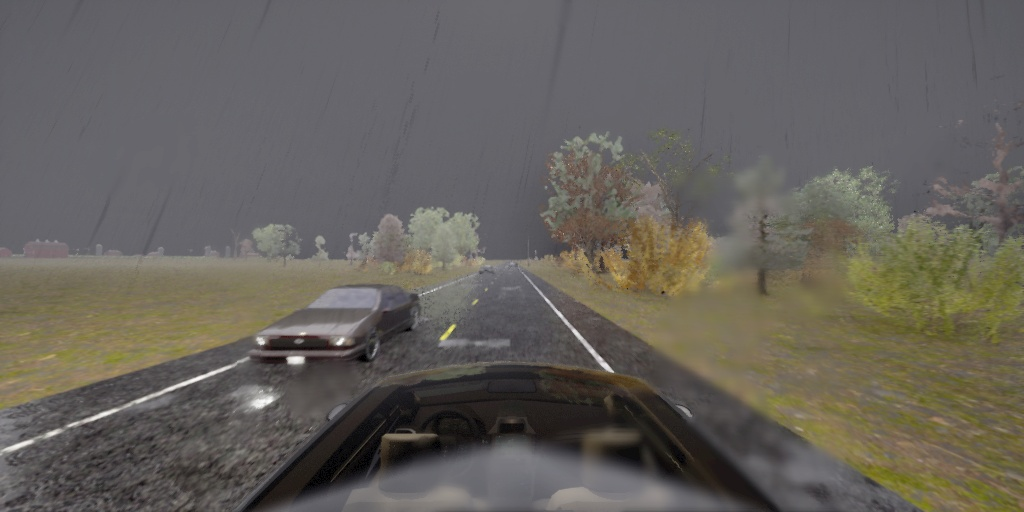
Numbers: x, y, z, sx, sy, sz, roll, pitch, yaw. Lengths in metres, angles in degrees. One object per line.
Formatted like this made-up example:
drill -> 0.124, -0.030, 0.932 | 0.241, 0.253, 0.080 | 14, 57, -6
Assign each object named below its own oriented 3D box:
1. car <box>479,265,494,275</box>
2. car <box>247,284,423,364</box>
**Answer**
car -> -3.569, 1.953, 51.239 | 1.994, 1.385, 4.181 | 0, -1, 0
car -> -3.598, 1.388, 8.639 | 2.033, 1.411, 5.357 | 0, -1, 0
